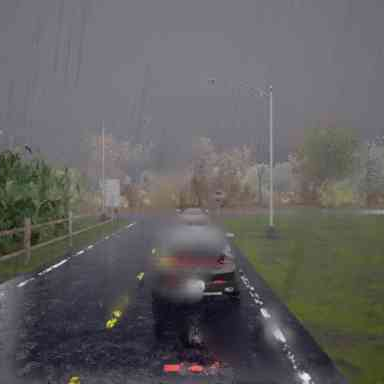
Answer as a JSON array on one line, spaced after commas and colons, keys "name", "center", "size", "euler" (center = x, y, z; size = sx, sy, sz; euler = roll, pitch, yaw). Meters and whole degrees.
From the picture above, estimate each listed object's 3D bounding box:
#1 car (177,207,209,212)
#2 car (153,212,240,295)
[{"name": "car", "center": [0.067, 1.567, 20.017], "size": [1.994, 1.385, 4.181], "euler": [0, 0, 0]}, {"name": "car", "center": [0.084, 1.507, 8.681], "size": [1.837, 1.490, 4.892], "euler": [0, 0, 0]}]
